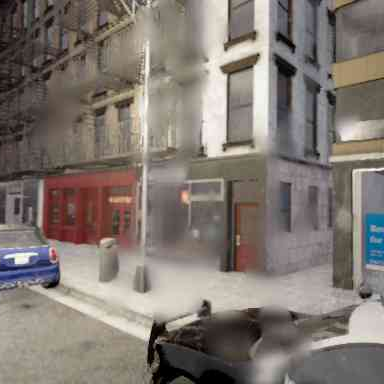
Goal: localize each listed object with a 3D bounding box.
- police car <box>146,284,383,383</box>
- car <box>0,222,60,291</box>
[{"bbox_3d":[1.664,1.577,2.582,5.238,1.638,1.930,-1,-3,43],"label":"police car"},{"bbox_3d":[-5.566,1.664,9.287,4.553,1.767,2.097,-1,-3,43],"label":"car"}]
